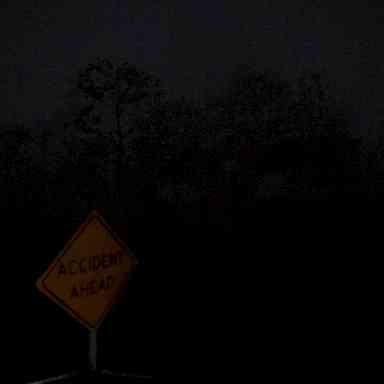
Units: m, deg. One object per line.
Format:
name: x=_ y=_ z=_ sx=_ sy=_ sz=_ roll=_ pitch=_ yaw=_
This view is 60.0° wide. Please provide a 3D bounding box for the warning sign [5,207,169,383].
warning sign: x=-1.079 y=1.128 z=3.585 sx=1.060 sy=1.860 sz=1.300 roll=0 pitch=0 yaw=35
